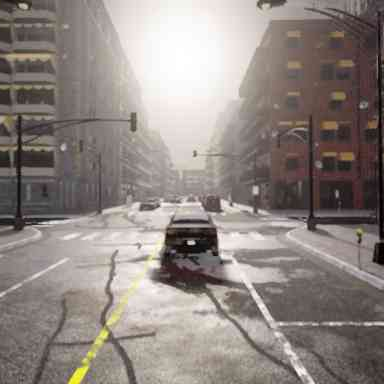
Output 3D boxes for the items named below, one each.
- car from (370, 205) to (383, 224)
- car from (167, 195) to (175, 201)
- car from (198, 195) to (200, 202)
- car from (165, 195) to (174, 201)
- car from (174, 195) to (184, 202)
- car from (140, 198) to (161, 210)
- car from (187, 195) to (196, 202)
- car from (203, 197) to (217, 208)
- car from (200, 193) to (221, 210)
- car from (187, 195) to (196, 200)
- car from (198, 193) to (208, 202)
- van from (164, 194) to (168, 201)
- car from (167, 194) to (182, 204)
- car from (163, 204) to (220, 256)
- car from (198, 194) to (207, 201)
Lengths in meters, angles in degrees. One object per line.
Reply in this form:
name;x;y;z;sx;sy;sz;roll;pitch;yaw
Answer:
car;13.713;1.388;21.124;4.403;1.369;2.008;0;-1;0
car;-5.428;1.468;85.657;1.752;1.417;4.829;1;0;0
car;2.506;1.213;52.513;2.192;1.841;5.009;1;0;0
car;-5.421;1.477;80.265;2.008;1.369;4.403;1;0;0
car;-2.860;1.434;75.362;2.033;1.411;5.357;0;0;0
car;-5.361;1.481;41.332;1.947;1.339;4.313;1;0;0
car;-0.104;1.492;71.415;1.895;1.301;4.718;0;0;0
car;2.512;1.430;47.118;1.752;1.417;4.829;1;0;0
car;2.524;1.230;41.388;2.192;1.841;5.009;1;0;0
car;-0.119;1.313;81.394;1.994;1.385;4.181;0;0;0
car;2.471;1.226;74.747;2.192;1.841;5.009;1;0;0
van;-5.408;1.252;74.700;1.690;1.788;3.998;1;0;0
car;-2.883;1.399;59.704;1.837;1.490;4.892;0;0;1
car;-0.032;1.451;13.024;1.882;1.535;5.008;0;0;0
car;2.461;1.367;80.311;1.967;1.590;4.097;1;0;0
